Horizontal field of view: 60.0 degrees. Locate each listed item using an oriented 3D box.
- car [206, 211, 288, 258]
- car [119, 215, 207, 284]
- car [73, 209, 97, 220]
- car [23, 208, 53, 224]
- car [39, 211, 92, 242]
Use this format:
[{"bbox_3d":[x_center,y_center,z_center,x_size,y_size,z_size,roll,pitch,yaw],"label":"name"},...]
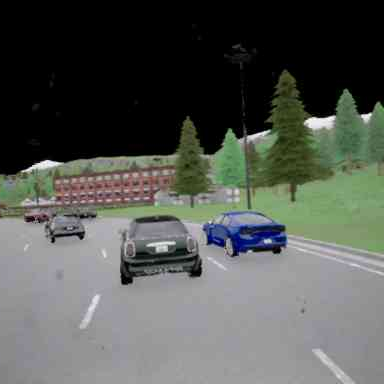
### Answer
[{"bbox_3d":[1.821,1.482,13.064,1.882,1.535,5.008,-2,-1,-14],"label":"car"},{"bbox_3d":[-1.192,1.501,10.488,2.097,1.767,4.553,-3,0,-12],"label":"car"},{"bbox_3d":[-13.140,2.635,38.863,4.718,1.301,1.895,-4,-1,42],"label":"car"},{"bbox_3d":[-17.124,2.594,37.383,4.553,1.767,2.097,-4,0,41],"label":"car"},{"bbox_3d":[-7.918,2.147,20.475,2.033,1.411,5.357,-3,-1,-29],"label":"car"}]
